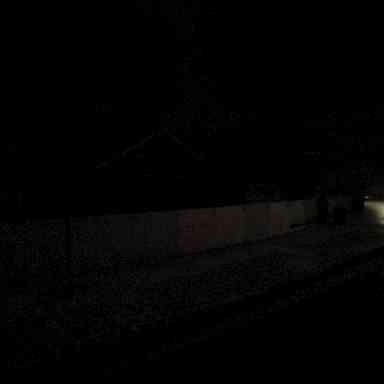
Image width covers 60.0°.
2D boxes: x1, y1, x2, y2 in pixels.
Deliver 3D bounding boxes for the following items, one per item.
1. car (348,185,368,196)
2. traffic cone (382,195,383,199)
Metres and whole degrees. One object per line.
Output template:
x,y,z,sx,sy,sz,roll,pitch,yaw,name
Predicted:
31.050,-0.264,62.649,2.150,2.045,5.566,-1,1,7,car
27.762,0.759,48.256,0.340,0.580,0.340,-1,1,13,traffic cone
